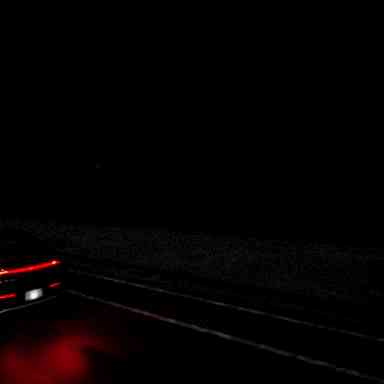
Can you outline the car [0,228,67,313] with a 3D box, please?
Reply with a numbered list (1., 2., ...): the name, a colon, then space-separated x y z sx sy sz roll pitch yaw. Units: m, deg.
1. car: -4.634 1.512 6.990 4.892 1.490 1.837 -1 -1 35
